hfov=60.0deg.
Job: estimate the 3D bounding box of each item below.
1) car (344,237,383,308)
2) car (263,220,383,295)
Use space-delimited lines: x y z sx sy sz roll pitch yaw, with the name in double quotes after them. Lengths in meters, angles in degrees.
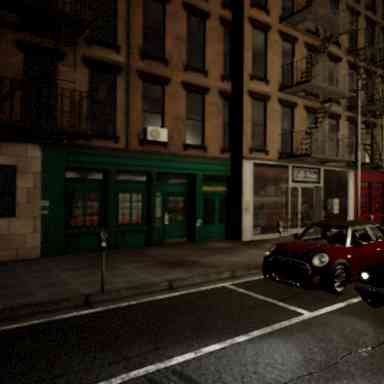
5.425 1.685 6.928 4.718 1.301 1.895 1 0 -35 "car"
3.779 1.522 8.891 4.097 1.590 1.967 1 0 -36 "car"
